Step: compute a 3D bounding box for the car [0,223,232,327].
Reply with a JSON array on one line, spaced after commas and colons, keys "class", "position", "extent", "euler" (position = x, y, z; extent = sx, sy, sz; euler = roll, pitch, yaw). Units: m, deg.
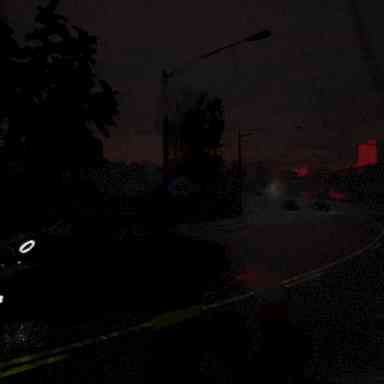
[{"class": "car", "position": [-1.494, 1.604, 7.385], "extent": [5.357, 1.411, 2.033], "euler": [0, -1, -39]}]

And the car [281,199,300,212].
[{"class": "car", "position": [14.185, 1.876, 48.132], "extent": [2.097, 1.767, 4.553], "euler": [-1, -1, 8]}]

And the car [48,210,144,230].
[{"class": "car", "position": [-3.411, 1.438, 10.491], "extent": [4.553, 1.767, 2.097], "euler": [0, -1, -42]}]

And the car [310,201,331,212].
[{"class": "car", "position": [17.292, 1.936, 45.017], "extent": [1.837, 1.490, 4.892], "euler": [-1, -1, 8]}]
